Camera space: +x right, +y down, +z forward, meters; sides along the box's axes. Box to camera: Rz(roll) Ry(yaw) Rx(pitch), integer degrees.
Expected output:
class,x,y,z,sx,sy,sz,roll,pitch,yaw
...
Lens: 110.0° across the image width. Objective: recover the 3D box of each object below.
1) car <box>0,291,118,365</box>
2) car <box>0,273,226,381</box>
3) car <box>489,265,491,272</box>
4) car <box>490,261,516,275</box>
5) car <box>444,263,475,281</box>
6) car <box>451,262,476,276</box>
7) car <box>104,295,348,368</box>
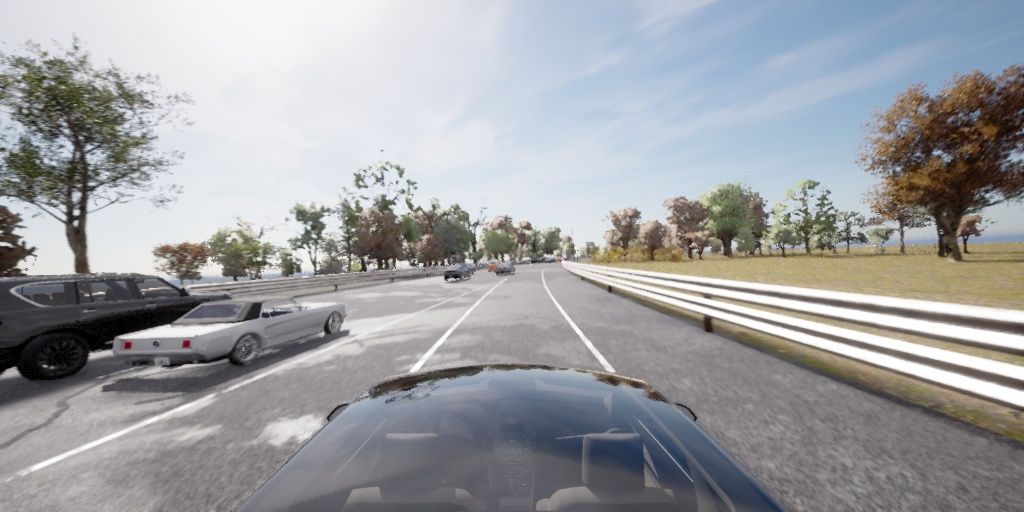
class,x,y,z,sx,sy,sz,roll,pitch,yaw
car,-13.160,1.882,8.446,1.882,1.535,5.008,-3,0,7
car,-9.645,1.441,8.611,2.150,2.045,5.566,-3,0,7
car,-2.240,1.591,56.774,2.097,1.767,4.553,-3,-1,11
car,-0.772,1.607,45.054,2.033,1.411,5.357,-3,-1,10
car,-5.592,1.755,37.249,1.837,1.490,4.892,-3,-1,9
car,-6.844,1.785,50.969,2.097,1.767,4.553,-3,-1,10
car,-6.102,1.635,8.727,1.895,1.301,4.718,-3,0,7
